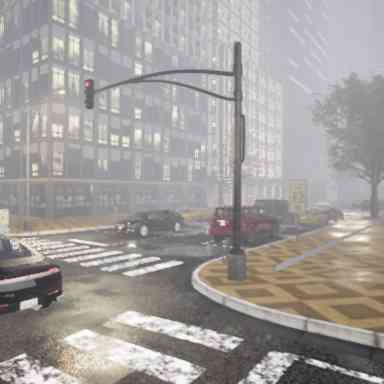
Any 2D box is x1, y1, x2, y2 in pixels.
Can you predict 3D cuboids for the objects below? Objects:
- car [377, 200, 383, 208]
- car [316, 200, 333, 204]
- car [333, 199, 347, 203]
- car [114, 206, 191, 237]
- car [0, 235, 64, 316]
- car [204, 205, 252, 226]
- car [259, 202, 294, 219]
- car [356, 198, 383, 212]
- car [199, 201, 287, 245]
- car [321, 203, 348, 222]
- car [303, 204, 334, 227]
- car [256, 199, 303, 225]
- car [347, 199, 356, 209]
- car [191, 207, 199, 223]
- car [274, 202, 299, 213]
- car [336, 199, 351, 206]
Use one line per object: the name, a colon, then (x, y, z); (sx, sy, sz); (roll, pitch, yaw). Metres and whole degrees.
car: (36.392, 2.308, 62.785); (1.887, 1.381, 4.507); (0, -1, 37)
car: (22.832, 2.149, 58.552); (1.752, 1.417, 4.829); (0, -1, 37)
car: (29.642, 2.297, 67.752); (1.802, 1.307, 4.206); (0, -1, 37)
car: (-2.459, 1.759, 20.073); (1.837, 1.490, 4.892); (0, 0, 38)
car: (-4.747, 1.676, 7.080); (4.902, 1.511, 2.128); (0, 0, 36)
car: (3.105, 1.860, 27.539); (1.812, 1.442, 4.674); (0, 0, 36)
car: (9.168, 1.898, 35.711); (1.882, 1.535, 5.008); (0, 0, 37)
car: (26.325, 1.943, 49.187); (2.192, 1.841, 5.009); (0, -1, 37)
car: (2.835, 1.611, 17.453); (2.192, 1.841, 5.009); (0, -1, 37)
car: (12.901, 2.022, 31.051); (1.802, 1.307, 4.206); (0, -1, 37)
car: (9.647, 1.919, 26.654); (1.752, 1.417, 4.829); (0, -1, 37)
car: (6.884, 1.591, 27.312); (2.150, 2.045, 5.566); (0, 0, 37)
car: (28.167, 2.018, 56.017); (2.097, 1.767, 4.553); (0, 0, 37)
car: (-0.649, 1.820, 26.832); (1.752, 1.417, 4.829); (0, -1, 37)
car: (12.870, 2.053, 45.094); (1.947, 1.339, 4.313); (0, -1, 37)
car: (32.996, 2.311, 72.284); (2.008, 1.369, 4.403); (0, -1, 37)
